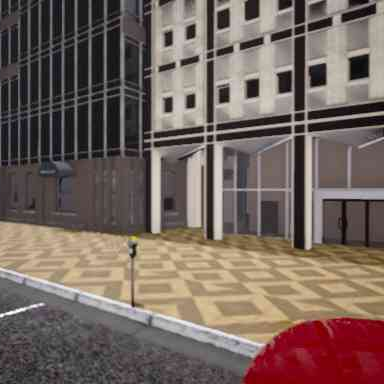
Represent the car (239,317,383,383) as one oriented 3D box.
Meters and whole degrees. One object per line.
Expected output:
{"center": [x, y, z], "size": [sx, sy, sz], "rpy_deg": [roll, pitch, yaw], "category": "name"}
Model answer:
{"center": [2.475, 1.325, 1.112], "size": [5.009, 1.841, 2.192], "rpy_deg": [0, 0, 36], "category": "car"}
